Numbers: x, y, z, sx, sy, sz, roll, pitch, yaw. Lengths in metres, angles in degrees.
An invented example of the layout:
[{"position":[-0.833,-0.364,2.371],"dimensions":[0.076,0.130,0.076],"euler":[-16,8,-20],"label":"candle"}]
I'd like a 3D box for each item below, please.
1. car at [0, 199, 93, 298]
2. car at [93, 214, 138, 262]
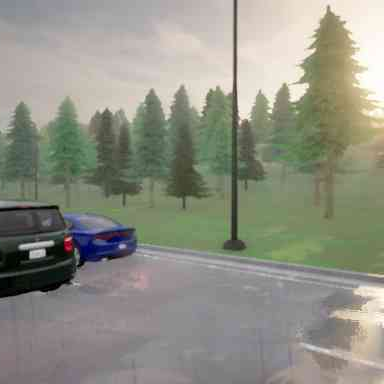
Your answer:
[{"position":[-4.969,1.181,7.535],"dimensions":[5.566,2.045,2.150],"euler":[1,0,35],"label":"car"},{"position":[-4.039,1.429,11.164],"dimensions":[5.008,1.535,1.882],"euler":[1,0,35],"label":"car"}]
